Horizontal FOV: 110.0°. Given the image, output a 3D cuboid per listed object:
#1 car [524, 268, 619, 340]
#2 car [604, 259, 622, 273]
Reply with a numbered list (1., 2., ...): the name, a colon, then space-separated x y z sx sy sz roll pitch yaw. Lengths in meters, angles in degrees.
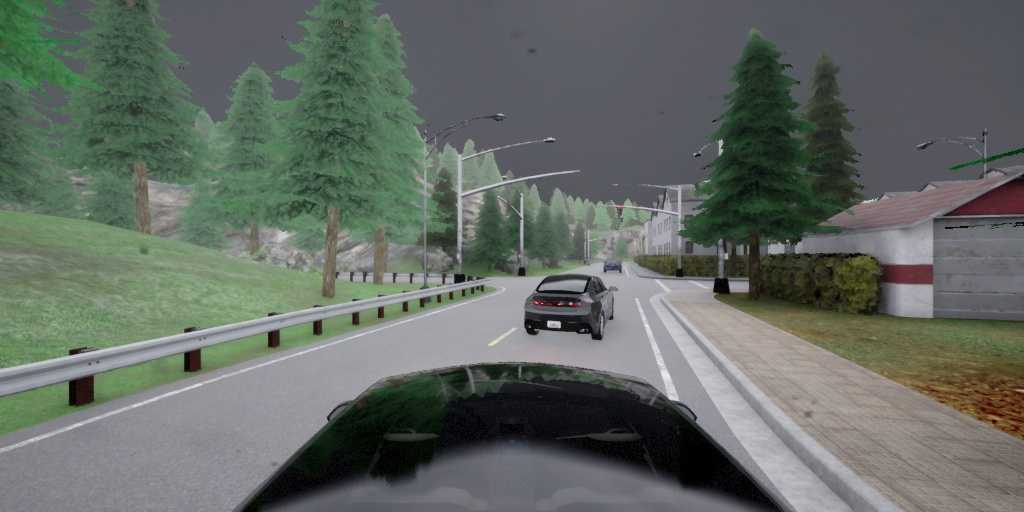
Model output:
1. car: 1.785 1.255 10.130 1.837 1.490 4.892 0 0 21
2. car: 12.403 1.102 44.107 2.097 1.767 4.553 0 0 17
